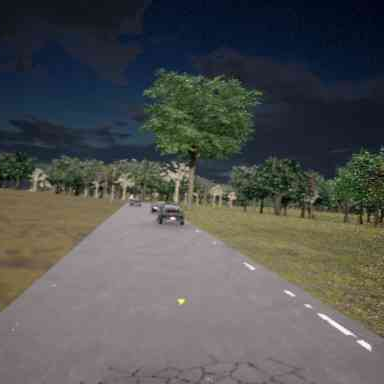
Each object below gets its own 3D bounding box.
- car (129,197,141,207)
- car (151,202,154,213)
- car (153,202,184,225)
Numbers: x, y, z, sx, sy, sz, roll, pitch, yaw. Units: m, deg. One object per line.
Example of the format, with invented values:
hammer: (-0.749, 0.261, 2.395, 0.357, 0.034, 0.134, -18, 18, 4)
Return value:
car: (-9.069, 1.606, 53.610, 2.033, 1.411, 5.357, 4, -1, -9)
car: (-3.728, 1.766, 38.107, 1.895, 1.301, 4.718, 4, -1, -9)
car: (-1.721, 1.640, 25.779, 1.837, 1.490, 4.892, 4, -1, -9)
